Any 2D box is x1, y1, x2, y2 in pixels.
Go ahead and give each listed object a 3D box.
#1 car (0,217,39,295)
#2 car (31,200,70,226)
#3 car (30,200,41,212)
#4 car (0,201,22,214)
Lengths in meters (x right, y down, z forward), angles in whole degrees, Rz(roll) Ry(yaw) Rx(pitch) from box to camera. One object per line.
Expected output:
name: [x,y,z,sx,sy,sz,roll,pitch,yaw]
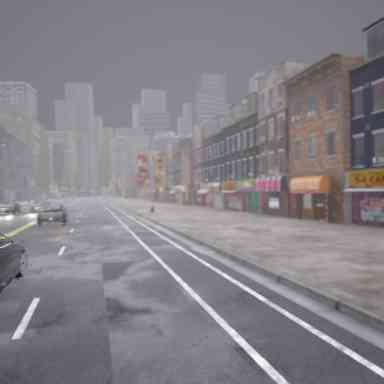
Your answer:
car: [-4.961,1.563,7.261,2.128,1.511,4.902,-1,0,-17]
car: [-10.215,1.627,24.770,2.128,1.511,4.902,-1,0,-17]
car: [-18.702,1.766,41.252,2.128,1.511,4.902,-1,0,-16]
car: [-21.503,1.821,39.251,2.128,1.511,4.902,-1,0,-16]
